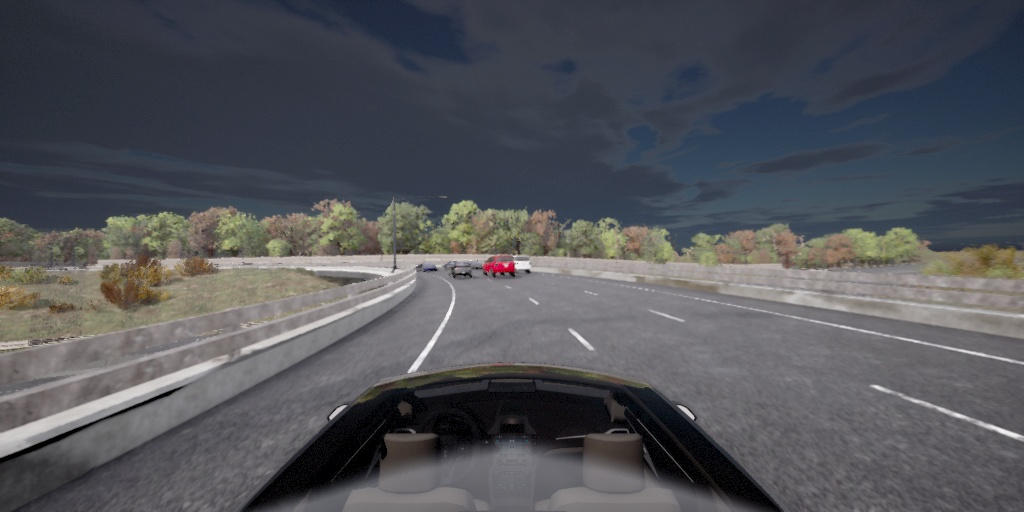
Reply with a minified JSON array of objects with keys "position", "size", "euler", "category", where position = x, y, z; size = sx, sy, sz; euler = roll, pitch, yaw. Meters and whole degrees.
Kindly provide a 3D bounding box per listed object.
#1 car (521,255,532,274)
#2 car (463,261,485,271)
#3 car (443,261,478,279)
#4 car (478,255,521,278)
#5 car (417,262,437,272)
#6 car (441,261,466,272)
[{"position":[0.316,0.967,40.560],"size":[2.150,2.045,5.566],"euler":[-1,0,-22],"category":"car"},{"position":[-5.824,1.420,54.553],"size":[1.994,1.385,4.181],"euler":[-1,0,-27],"category":"car"},{"position":[-5.140,1.335,34.875],"size":[2.128,1.511,4.902],"euler":[-1,0,-18],"category":"car"},{"position":[-1.333,0.991,34.671],"size":[2.150,2.045,5.566],"euler":[-1,0,-18],"category":"car"},{"position":[-12.313,1.539,51.848],"size":[1.994,1.385,4.181],"euler":[-1,0,-28],"category":"car"},{"position":[-8.546,1.453,52.205],"size":[2.033,1.411,5.357],"euler":[-1,0,-27],"category":"car"}]
